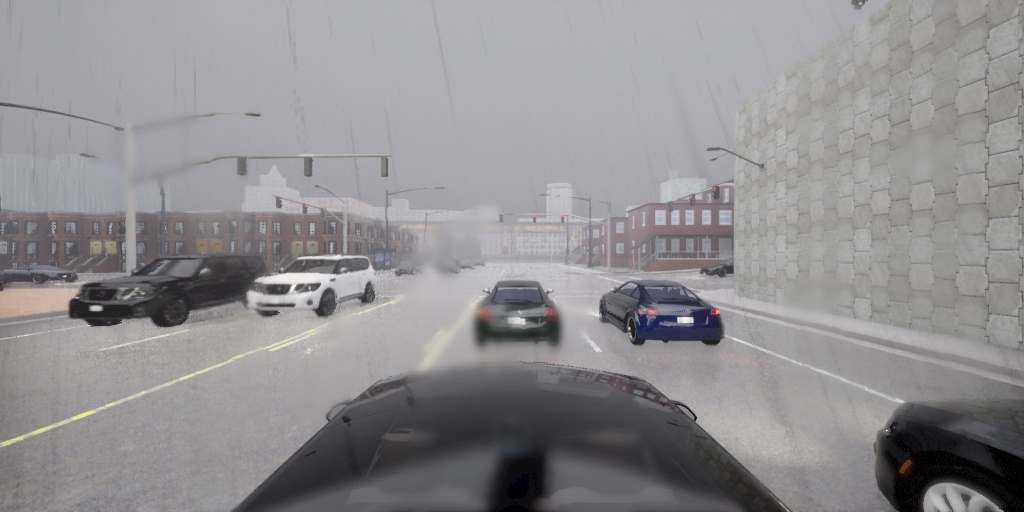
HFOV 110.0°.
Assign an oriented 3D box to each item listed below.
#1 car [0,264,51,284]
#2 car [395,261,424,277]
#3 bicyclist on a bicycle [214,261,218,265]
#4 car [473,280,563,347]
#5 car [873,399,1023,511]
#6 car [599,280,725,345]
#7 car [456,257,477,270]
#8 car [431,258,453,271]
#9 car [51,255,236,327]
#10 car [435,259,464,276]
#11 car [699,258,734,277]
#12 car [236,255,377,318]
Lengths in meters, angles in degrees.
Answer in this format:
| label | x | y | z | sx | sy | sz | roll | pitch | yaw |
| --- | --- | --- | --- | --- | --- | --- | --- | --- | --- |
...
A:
| label | x | y | z | sx | sy | sz | roll | pitch | yaw |
| --- | --- | --- | --- | --- | --- | --- | --- | --- | --- |
| car | -34.866 | 1.314 | 26.379 | 4.181 | 1.385 | 1.994 | 0 | 0 | 1 |
| car | -10.203 | 1.256 | 36.066 | 1.837 | 1.490 | 4.892 | 0 | -1 | 1 |
| bicyclist on a bicycle | -30.407 | 1.053 | 37.326 | 0.582 | 1.620 | 1.656 | 0 | 0 | 0 |
| car | 0.160 | 1.314 | 9.365 | 1.994 | 1.385 | 4.181 | 0 | 0 | 1 |
| car | 3.585 | 1.255 | 0.613 | 1.837 | 1.490 | 4.892 | 0 | 0 | 1 |
| car | 3.663 | 1.314 | 9.526 | 1.994 | 1.385 | 4.181 | 0 | 0 | 1 |
| car | -6.517 | 1.253 | 51.340 | 1.837 | 1.490 | 4.892 | 0 | 1 | 1 |
| car | -10.030 | 1.314 | 50.504 | 1.994 | 1.385 | 4.181 | 0 | 0 | 0 |
| car | -10.485 | 0.971 | 11.831 | 2.150 | 2.045 | 5.566 | 0 | 0 | 1 |
| car | -6.401 | 1.298 | 37.055 | 2.033 | 1.411 | 5.357 | 0 | 0 | -5 |
| car | 18.521 | 0.855 | 29.628 | 5.357 | 1.411 | 2.033 | -5 | 0 | 1 |
| car | -6.967 | 0.971 | 13.371 | 2.150 | 2.045 | 5.566 | 0 | 0 | 1 |
